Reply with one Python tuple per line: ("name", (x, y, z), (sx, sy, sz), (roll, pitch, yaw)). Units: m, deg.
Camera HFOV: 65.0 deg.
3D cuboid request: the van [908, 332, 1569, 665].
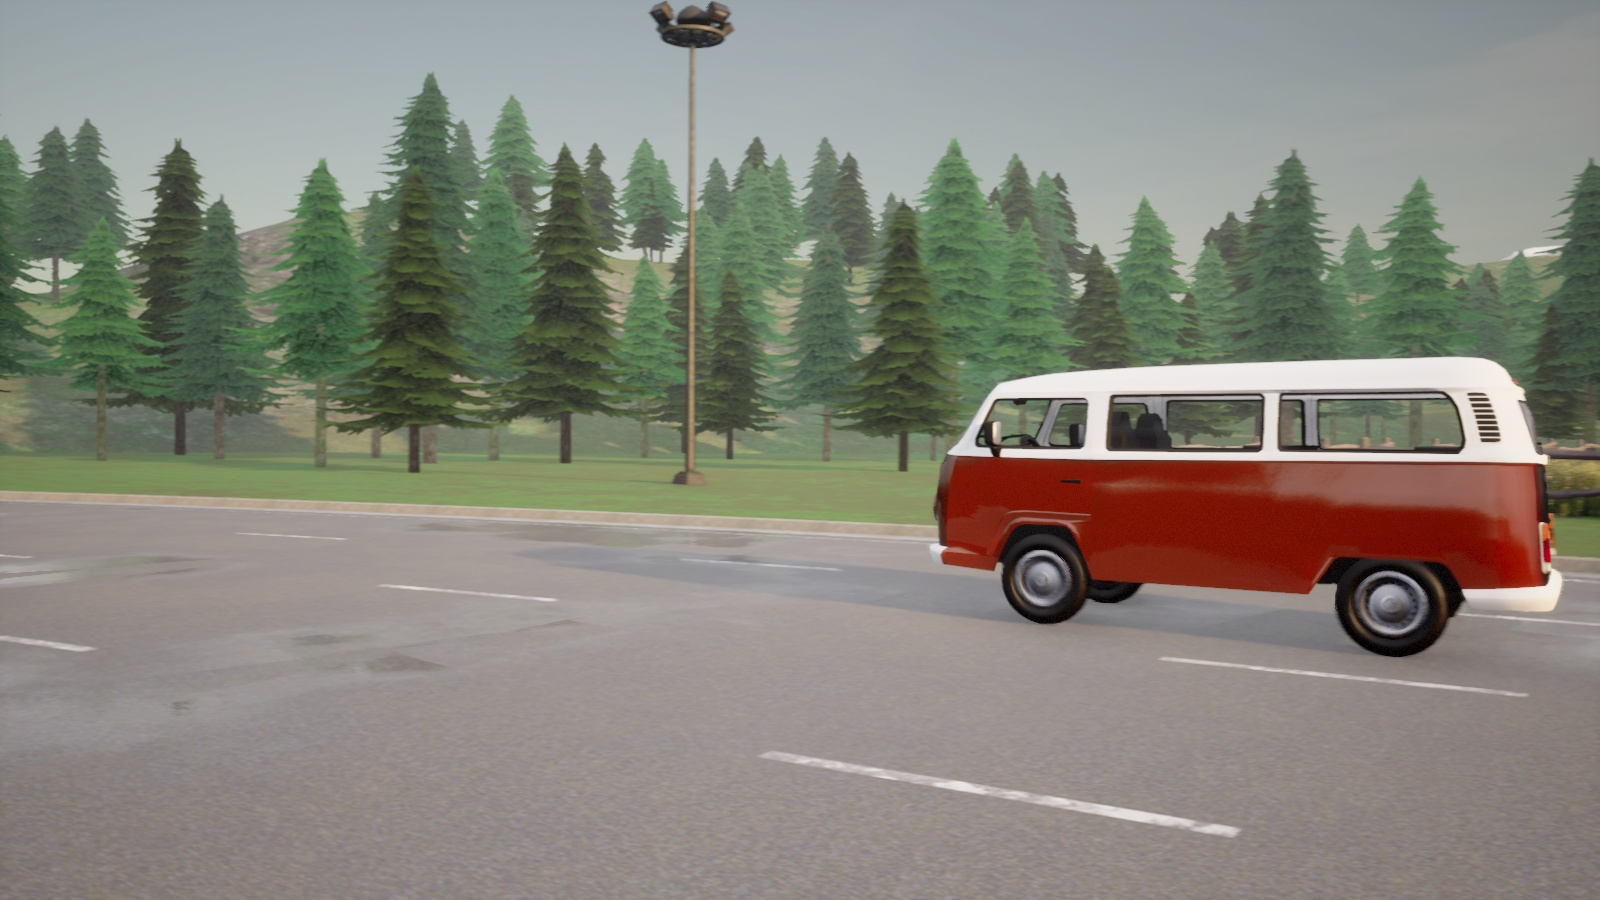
("van", (3.324, 0.282, 9.735), (4.480, 2.038, 2.069), (0, 1, 32))
